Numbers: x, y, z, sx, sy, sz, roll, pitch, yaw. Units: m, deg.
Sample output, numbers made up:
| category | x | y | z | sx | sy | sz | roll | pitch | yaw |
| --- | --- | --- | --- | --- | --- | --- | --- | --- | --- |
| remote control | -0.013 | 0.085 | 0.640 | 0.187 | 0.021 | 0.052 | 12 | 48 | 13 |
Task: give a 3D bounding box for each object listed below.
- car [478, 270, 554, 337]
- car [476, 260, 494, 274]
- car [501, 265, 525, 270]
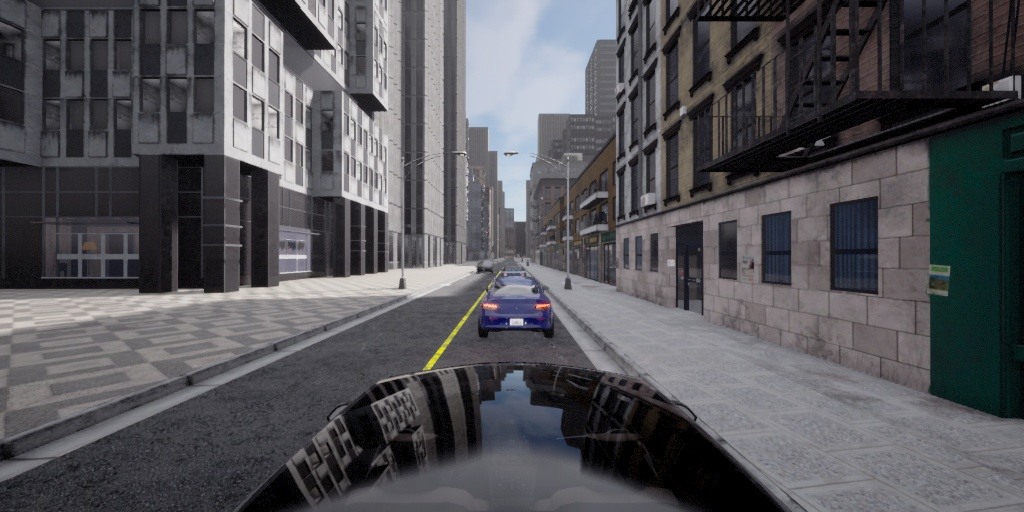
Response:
| category | x | y | z | sx | sy | sz | roll | pitch | yaw |
| --- | --- | --- | --- | --- | --- | --- | --- | --- | --- |
| car | 0.096 | 1.279 | 10.134 | 1.812 | 1.442 | 4.674 | 0 | 0 | 0 |
| car | -3.110 | 1.267 | 42.359 | 1.882 | 1.535 | 5.008 | 0 | 0 | 0 |
| car | 0.092 | 1.372 | 27.879 | 1.895 | 1.301 | 4.718 | 0 | 0 | -1 |
